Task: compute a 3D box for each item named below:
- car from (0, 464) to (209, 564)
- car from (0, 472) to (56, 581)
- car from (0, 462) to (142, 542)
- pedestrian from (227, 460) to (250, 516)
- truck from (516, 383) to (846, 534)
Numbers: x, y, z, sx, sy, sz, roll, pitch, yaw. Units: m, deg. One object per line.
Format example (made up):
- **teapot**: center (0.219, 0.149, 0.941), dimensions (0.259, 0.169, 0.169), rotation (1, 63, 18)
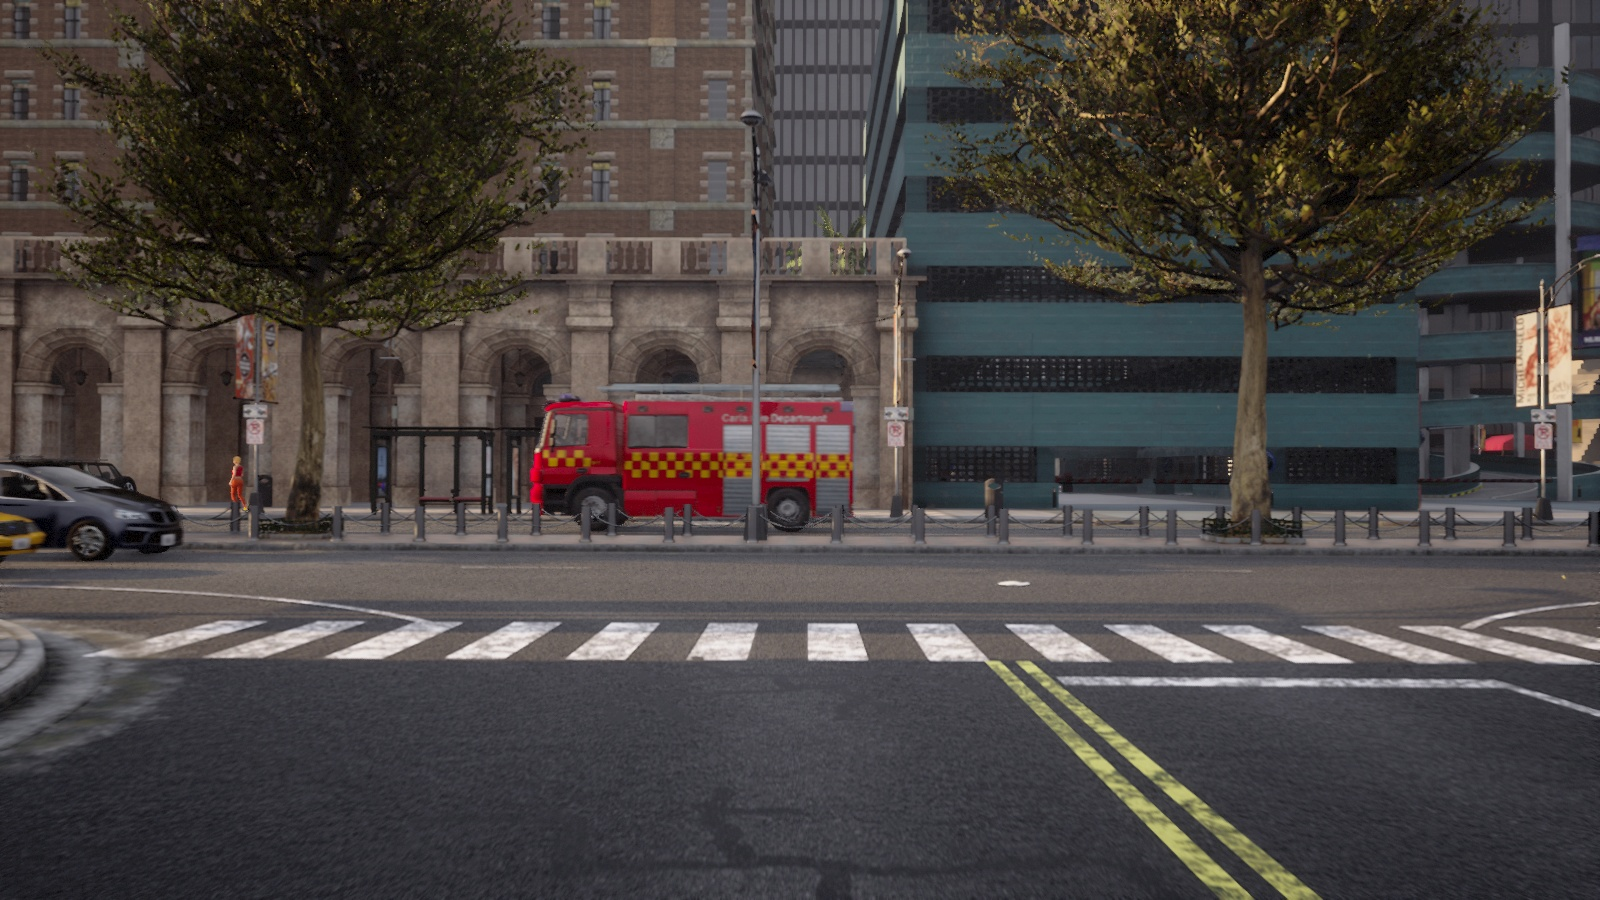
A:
- **car**: center (-13.295, 1.094, 22.202), dimensions (4.611, 1.667, 2.242), rotation (0, -1, 1)
- **car**: center (-14.284, 1.133, 18.705), dimensions (5.366, 1.575, 1.801), rotation (0, -1, 1)
- **car**: center (-18.678, 1.227, 30.265), dimensions (4.605, 1.855, 1.932), rotation (0, -1, 1)
- **pedestrian**: center (-18.696, 1.265, 41.811), dimensions (0.594, 1.836, 0.345), rotation (-1, -1, 20)
- **truck**: center (-3.032, 0.240, 33.568), dimensions (8.468, 3.827, 2.891), rotation (0, -1, 1)
